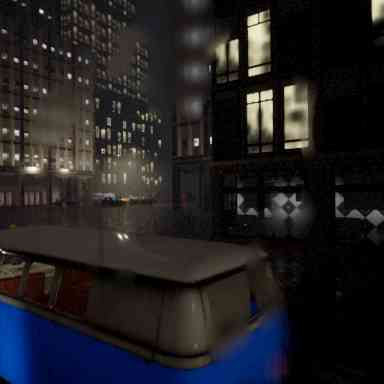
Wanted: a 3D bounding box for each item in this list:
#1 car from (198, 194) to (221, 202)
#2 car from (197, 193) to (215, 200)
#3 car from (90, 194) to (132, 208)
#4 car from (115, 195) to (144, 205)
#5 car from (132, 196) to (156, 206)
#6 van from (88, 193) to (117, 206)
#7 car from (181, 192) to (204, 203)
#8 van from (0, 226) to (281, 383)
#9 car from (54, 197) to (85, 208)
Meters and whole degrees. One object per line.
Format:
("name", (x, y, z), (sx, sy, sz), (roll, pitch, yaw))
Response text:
("car", (3.238, 1.088, 59.230), (2.008, 1.369, 4.403), (0, 0, 36))
("car", (3.121, 1.000, 73.256), (1.967, 1.590, 4.097), (0, 0, 36))
("car", (-10.083, 1.254, 41.033), (1.887, 1.381, 4.507), (0, 0, 36))
("car", (-10.306, 1.262, 54.914), (1.752, 1.417, 4.829), (0, 0, 36))
("car", (-6.753, 1.218, 45.582), (2.008, 1.369, 4.403), (0, 0, 36))
("van", (-13.539, 1.120, 50.500), (1.690, 1.788, 3.998), (0, 0, 36))
("car", (-0.094, 0.896, 54.680), (2.192, 1.841, 5.009), (0, 0, 36))
("van", (-1.052, 1.341, 3.640), (3.998, 1.788, 1.690), (0, -1, 36))
("car", (-16.869, 1.387, 45.950), (1.947, 1.339, 4.313), (0, 0, 36))
